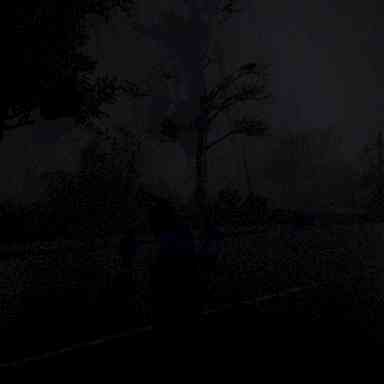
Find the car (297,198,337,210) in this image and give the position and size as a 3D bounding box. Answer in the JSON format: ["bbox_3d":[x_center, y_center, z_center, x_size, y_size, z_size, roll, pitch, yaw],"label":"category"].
[{"bbox_3d":[16.422,1.545,44.058,2.033,1.411,5.357,0,0,-27],"label":"car"}]
